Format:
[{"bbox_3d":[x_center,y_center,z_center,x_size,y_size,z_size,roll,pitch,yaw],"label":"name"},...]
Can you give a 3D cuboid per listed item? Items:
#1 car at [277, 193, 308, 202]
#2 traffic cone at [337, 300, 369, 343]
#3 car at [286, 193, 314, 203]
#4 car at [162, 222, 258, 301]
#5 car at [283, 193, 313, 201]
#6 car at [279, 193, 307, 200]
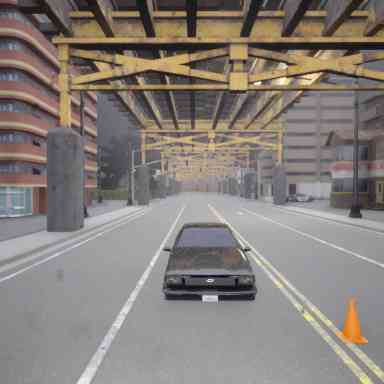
[{"bbox_3d":[17.830,0.959,58.970,4.974,1.542,2.038,0,1,25],"label":"car"},{"bbox_3d":[2.455,1.949,5.097,0.340,0.580,0.340,0,0,0],"label":"traffic cone"},{"bbox_3d":[17.481,1.006,54.813,4.974,1.542,2.038,0,1,-20],"label":"car"},{"bbox_3d":[0.364,1.533,8.705,2.033,1.411,5.357,0,0,1],"label":"car"},{"bbox_3d":[17.530,0.849,54.829,4.536,1.218,1.853,0,1,-20],"label":"car"},{"bbox_3d":[17.878,0.802,58.946,4.536,1.218,1.853,0,1,25],"label":"car"}]
